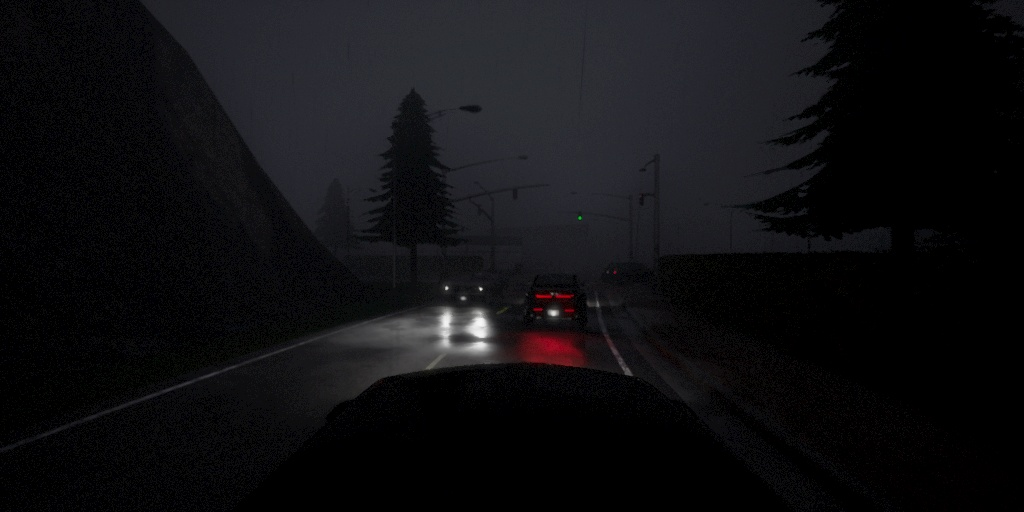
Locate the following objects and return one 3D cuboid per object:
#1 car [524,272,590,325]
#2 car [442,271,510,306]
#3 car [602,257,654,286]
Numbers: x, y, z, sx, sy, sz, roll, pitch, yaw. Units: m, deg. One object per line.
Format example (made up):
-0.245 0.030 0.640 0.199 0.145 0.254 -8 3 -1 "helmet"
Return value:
1.512 1.288 12.071 1.837 1.490 4.892 0 0 9 "car"
-1.484 1.388 16.422 1.895 1.301 4.718 0 0 12 "car"
9.029 1.197 26.451 4.553 1.767 2.097 0 0 -15 "car"
